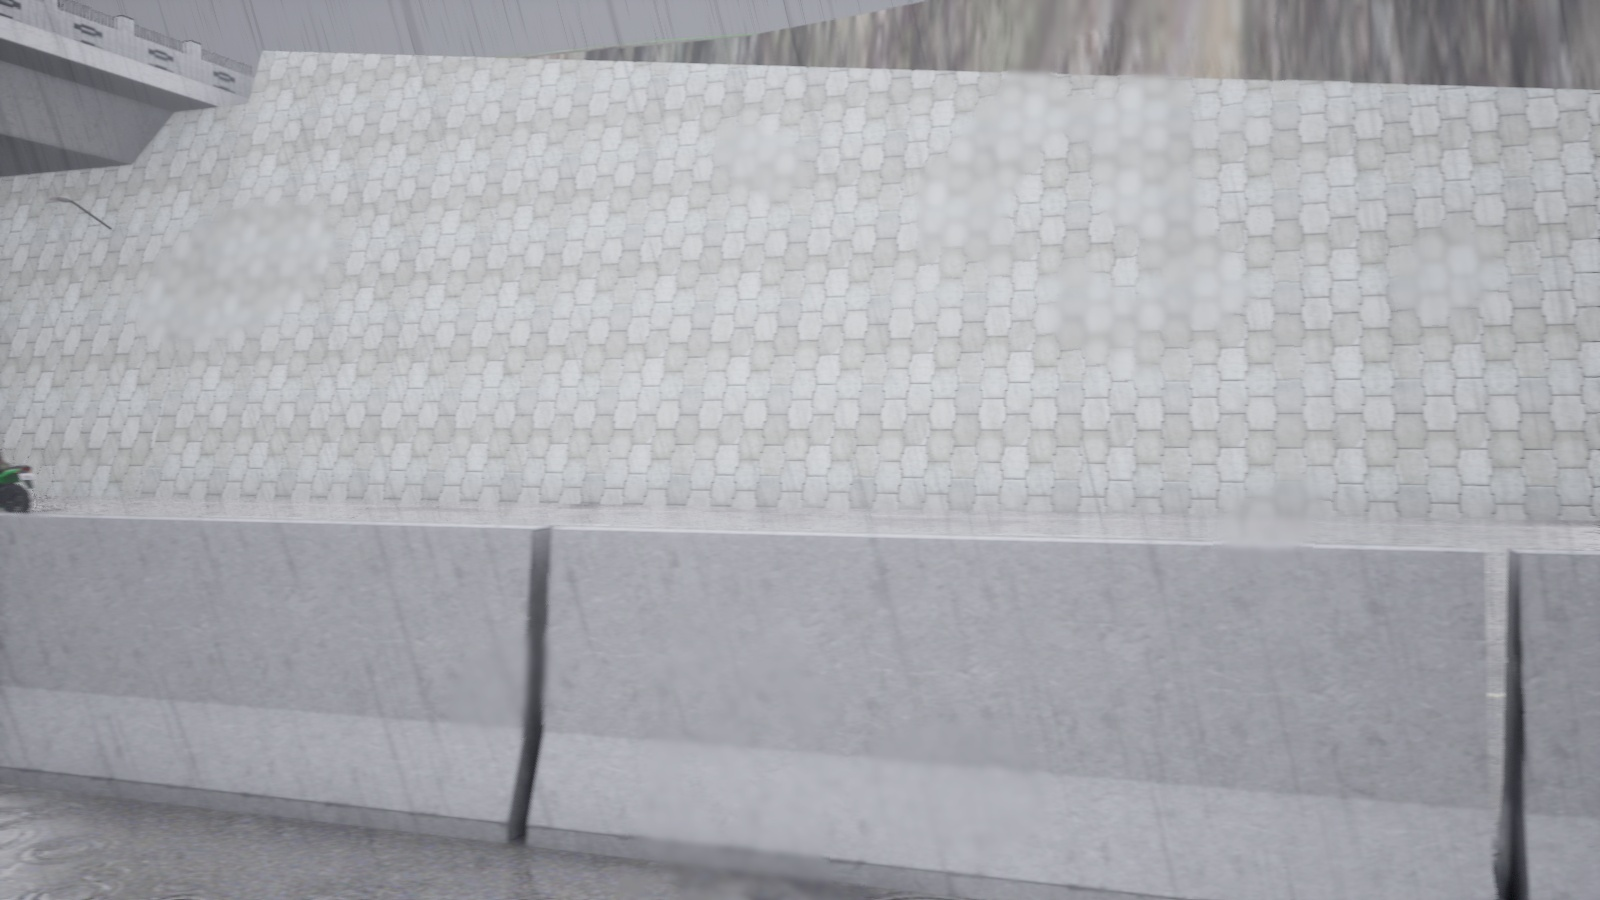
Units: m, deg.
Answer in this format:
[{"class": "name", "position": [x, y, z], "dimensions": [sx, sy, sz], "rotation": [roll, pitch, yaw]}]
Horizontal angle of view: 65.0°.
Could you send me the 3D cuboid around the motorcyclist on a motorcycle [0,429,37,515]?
[{"class": "motorcyclist on a motorcycle", "position": [-15.140, 0.382, 23.056], "dimensions": [2.044, 1.523, 0.797], "rotation": [0, 1, 19]}]
